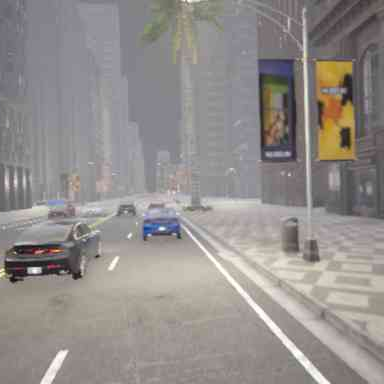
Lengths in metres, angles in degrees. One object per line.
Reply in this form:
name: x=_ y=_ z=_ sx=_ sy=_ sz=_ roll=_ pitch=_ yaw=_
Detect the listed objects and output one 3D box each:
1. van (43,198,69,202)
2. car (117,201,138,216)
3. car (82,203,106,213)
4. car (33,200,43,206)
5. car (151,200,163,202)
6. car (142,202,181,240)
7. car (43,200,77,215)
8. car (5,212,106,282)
van: x=-28.564 y=2.232 z=70.448 sx=3.998 sy=1.788 sz=1.690 roll=-1 pitch=0 yaw=-6
car: x=-6.986 y=1.777 z=36.062 sx=1.837 sy=1.490 sz=4.892 roll=-2 pitch=0 yaw=-7
car: x=-10.365 y=1.899 z=35.461 sx=1.812 sy=1.442 sz=4.674 roll=-2 pitch=0 yaw=-6
car: x=-35.091 y=2.556 z=78.298 sx=4.313 sy=1.339 sz=1.947 roll=-1 pitch=0 yaw=-6
car: x=-3.951 y=1.664 z=37.946 sx=1.882 sy=1.535 sz=5.008 roll=-2 pitch=0 yaw=-6
car: x=-1.666 y=1.559 z=17.945 sx=1.882 sy=1.535 sz=5.008 roll=-2 pitch=0 yaw=-6
car: x=-13.583 y=1.946 z=34.934 sx=1.882 sy=1.535 sz=5.008 roll=-2 pitch=0 yaw=-6
car: x=-4.047 y=1.644 z=10.378 sx=1.837 sy=1.490 sz=4.892 roll=-2 pitch=0 yaw=-7
